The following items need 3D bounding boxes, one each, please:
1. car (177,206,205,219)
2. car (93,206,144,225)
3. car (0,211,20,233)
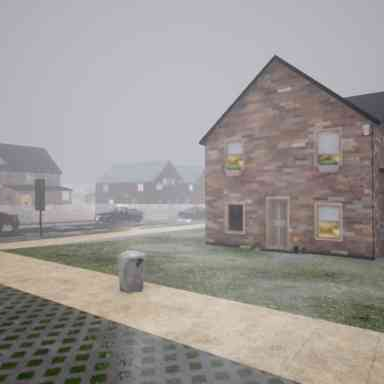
[{"bbox_3d":[0.520,2.386,39.132,2.033,1.411,5.357,0,-2,35],"label":"car"},{"bbox_3d":[-6.379,2.028,29.315,2.128,1.511,4.902,0,-2,35],"label":"car"},{"bbox_3d":[-12.919,1.734,19.754,1.882,1.535,5.008,0,-2,32],"label":"car"}]
